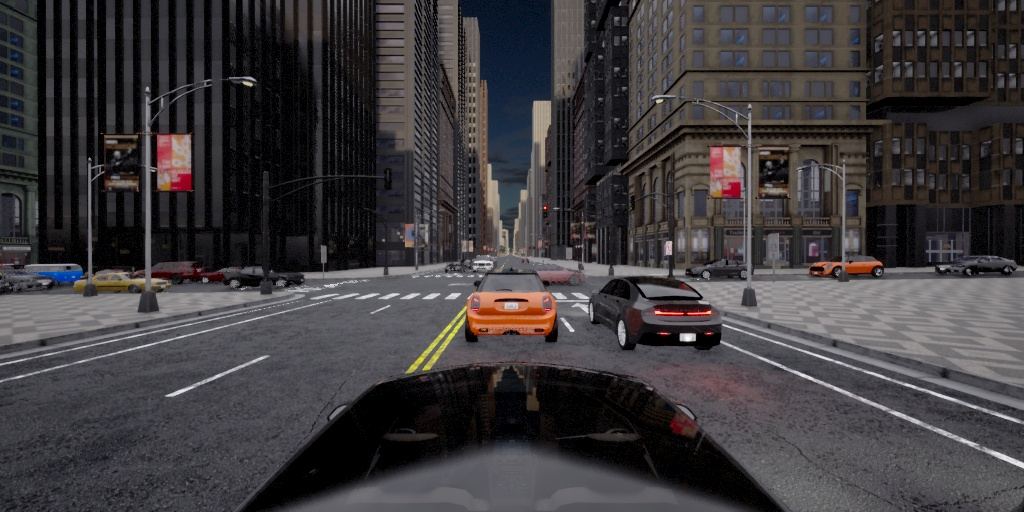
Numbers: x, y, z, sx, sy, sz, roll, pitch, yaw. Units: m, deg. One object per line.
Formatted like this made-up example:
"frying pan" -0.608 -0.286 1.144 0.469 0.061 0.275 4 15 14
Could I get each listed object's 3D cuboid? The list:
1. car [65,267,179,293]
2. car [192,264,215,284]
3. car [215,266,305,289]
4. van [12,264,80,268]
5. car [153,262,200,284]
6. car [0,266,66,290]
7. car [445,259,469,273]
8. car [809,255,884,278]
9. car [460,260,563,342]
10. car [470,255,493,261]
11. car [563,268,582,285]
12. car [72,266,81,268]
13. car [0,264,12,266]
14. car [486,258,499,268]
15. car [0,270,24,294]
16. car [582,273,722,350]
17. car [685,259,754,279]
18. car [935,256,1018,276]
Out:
"car" -23.878 1.595 22.084 4.829 1.417 1.751 0 0 0
"car" -24.037 1.579 30.612 4.507 1.381 1.888 0 0 0
"car" -17.061 1.440 24.816 5.008 1.535 1.882 -1 0 -1
"van" -39.299 1.582 30.628 3.998 1.789 1.690 0 0 0
"car" -29.125 1.418 30.617 5.009 1.841 2.192 0 0 0
"car" -34.656 1.695 24.748 4.902 1.511 2.128 -1 0 0
"car" -6.692 1.299 42.450 1.994 1.385 4.181 0 0 0
"car" 25.956 0.722 27.978 4.553 1.767 2.097 -1 0 0
"car" -0.006 1.102 9.897 2.097 1.767 4.553 0 0 0
"car" -3.444 0.956 43.292 2.150 2.045 5.566 0 0 0
"car" 2.873 1.252 24.764 4.181 1.385 1.994 0 0 0
"car" -34.212 1.754 30.623 4.207 1.307 1.802 0 0 0
"car" -44.386 1.624 30.634 5.009 1.841 2.192 0 0 0
"car" -3.455 1.207 63.531 2.128 1.511 4.902 0 0 0
"car" -33.819 1.753 22.083 4.403 1.370 2.007 0 0 0
"car" 3.236 1.255 9.036 1.837 1.490 4.892 0 0 0
"car" 16.129 1.006 27.975 4.892 1.490 1.837 -1 0 0
"car" 36.092 0.726 27.979 4.902 1.511 2.128 -1 0 0
